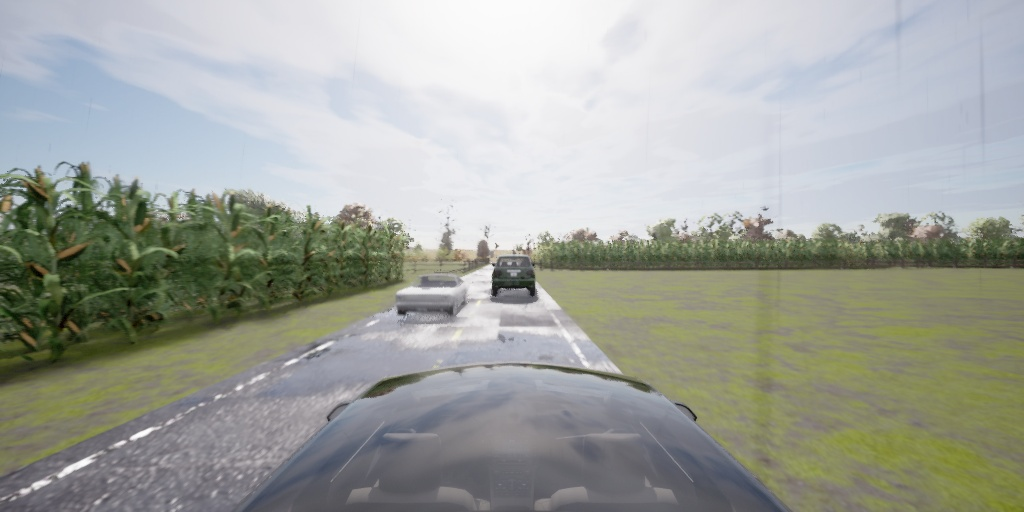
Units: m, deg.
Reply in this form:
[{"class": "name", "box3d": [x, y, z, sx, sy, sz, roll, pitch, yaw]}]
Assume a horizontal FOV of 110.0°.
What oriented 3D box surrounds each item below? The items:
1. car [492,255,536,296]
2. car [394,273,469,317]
[{"class": "car", "box3d": [0.085, 0.943, 19.301, 2.150, 2.045, 5.566, 0, 0, 0]}, {"class": "car", "box3d": [-2.759, 1.333, 13.239, 1.895, 1.301, 4.718, 0, 0, 0]}]
